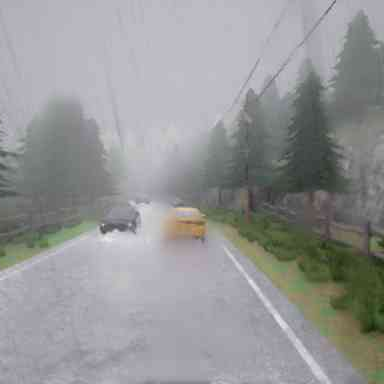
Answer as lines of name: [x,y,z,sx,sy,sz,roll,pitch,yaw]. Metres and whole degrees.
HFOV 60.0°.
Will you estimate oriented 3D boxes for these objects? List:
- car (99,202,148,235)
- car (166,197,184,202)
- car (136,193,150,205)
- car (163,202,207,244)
car: [-3.957,1.553,19.270,2.033,1.411,5.357,0,0,-4]
car: [-2.090,1.351,40.225,2.097,1.767,4.553,0,0,-5]
car: [-9.011,1.239,60.951,2.150,2.045,5.566,0,0,-15]
car: [-0.383,1.476,16.002,1.882,1.535,5.008,0,0,-3]
